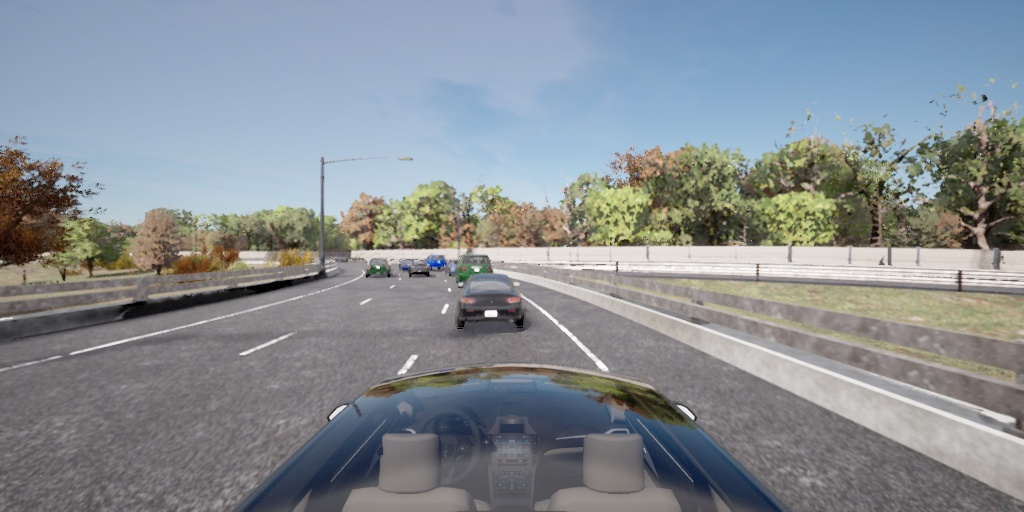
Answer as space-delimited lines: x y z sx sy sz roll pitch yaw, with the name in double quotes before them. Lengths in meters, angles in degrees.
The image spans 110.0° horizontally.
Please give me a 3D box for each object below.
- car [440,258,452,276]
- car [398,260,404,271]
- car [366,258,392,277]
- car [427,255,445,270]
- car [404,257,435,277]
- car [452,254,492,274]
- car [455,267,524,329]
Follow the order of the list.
"car" -5.497 1.199 34.989 2.033 1.411 5.357 0 0 -17
"car" -13.162 1.190 45.219 1.994 1.385 4.181 0 0 -24
"car" -12.436 1.013 33.605 2.097 1.767 4.553 0 0 -18
"car" -10.164 0.842 47.136 2.150 2.045 5.566 0 1 -24
"car" -8.835 1.149 33.905 2.128 1.511 4.902 0 0 -17
"car" -2.563 0.905 23.515 2.150 2.045 5.566 0 0 -11
"car" -0.705 1.247 11.132 1.812 1.442 4.674 0 0 -5
